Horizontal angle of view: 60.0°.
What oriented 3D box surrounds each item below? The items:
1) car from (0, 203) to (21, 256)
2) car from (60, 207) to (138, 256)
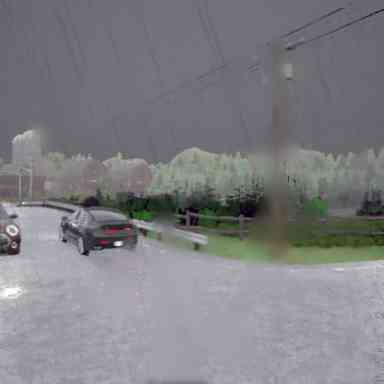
[{"bbox_3d":[-7.316,1.143,11.532,2.097,1.767,4.553,0,2,-34],"label":"car"},{"bbox_3d":[-3.652,1.331,12.616,1.837,1.490,4.892,1,1,-33],"label":"car"}]
